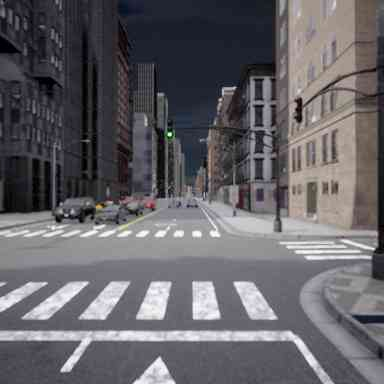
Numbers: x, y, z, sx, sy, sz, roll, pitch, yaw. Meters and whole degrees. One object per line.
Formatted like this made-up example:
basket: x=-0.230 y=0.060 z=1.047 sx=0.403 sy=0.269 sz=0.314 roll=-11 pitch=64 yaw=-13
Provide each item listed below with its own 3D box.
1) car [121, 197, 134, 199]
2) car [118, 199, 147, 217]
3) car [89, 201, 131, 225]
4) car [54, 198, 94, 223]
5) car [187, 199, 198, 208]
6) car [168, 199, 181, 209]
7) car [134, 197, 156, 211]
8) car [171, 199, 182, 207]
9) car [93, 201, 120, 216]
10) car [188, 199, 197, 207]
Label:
car: x=-9.772 y=1.739 z=50.286 sx=2.150 sy=2.045 sz=5.566 roll=0 pitch=-1 yaw=0
car: x=-6.547 y=1.841 z=36.509 sx=1.882 sy=1.535 sz=5.008 roll=0 pitch=-1 yaw=0
car: x=-6.540 y=1.767 z=27.091 sx=1.837 sy=1.490 sz=4.892 roll=0 pitch=-1 yaw=-1
car: x=-9.823 y=1.499 z=28.544 sx=2.150 sy=2.045 sz=5.566 roll=0 pitch=-1 yaw=-2
car: x=0.077 y=2.176 z=59.013 sx=1.994 sy=1.385 sz=4.181 roll=0 pitch=-1 yaw=0
car: x=-3.175 y=2.150 z=58.185 sx=2.033 sy=1.411 sz=5.357 roll=0 pitch=-1 yaw=0
car: x=-6.527 y=1.718 z=48.609 sx=2.150 sy=2.045 sz=5.566 roll=0 pitch=-1 yaw=0
car: x=-3.161 y=2.195 z=68.607 sx=1.882 sy=1.535 sz=5.008 roll=0 pitch=-1 yaw=0
car: x=-9.793 y=1.863 z=38.531 sx=1.882 sy=1.535 sz=5.008 roll=0 pitch=-1 yaw=0
car: x=0.090 y=2.244 z=69.019 sx=1.812 sy=1.442 sz=4.674 roll=0 pitch=-1 yaw=0
